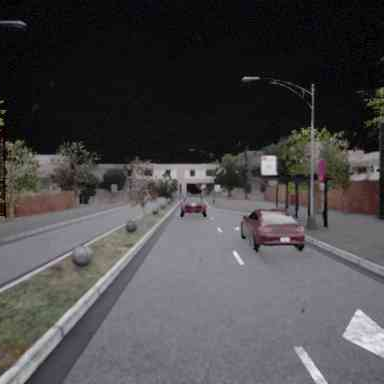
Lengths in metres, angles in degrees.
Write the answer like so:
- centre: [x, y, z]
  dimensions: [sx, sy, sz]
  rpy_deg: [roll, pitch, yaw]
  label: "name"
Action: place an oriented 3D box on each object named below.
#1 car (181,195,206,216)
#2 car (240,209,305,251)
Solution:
- centre: [0.118, 1.078, 29.160]
  dimensions: [2.097, 1.767, 4.553]
  rpy_deg: [0, 1, 0]
  label: "car"
- centre: [3.109, 1.405, 13.395]
  dimensions: [1.812, 1.442, 4.674]
  rpy_deg: [0, 1, 0]
  label: "car"
